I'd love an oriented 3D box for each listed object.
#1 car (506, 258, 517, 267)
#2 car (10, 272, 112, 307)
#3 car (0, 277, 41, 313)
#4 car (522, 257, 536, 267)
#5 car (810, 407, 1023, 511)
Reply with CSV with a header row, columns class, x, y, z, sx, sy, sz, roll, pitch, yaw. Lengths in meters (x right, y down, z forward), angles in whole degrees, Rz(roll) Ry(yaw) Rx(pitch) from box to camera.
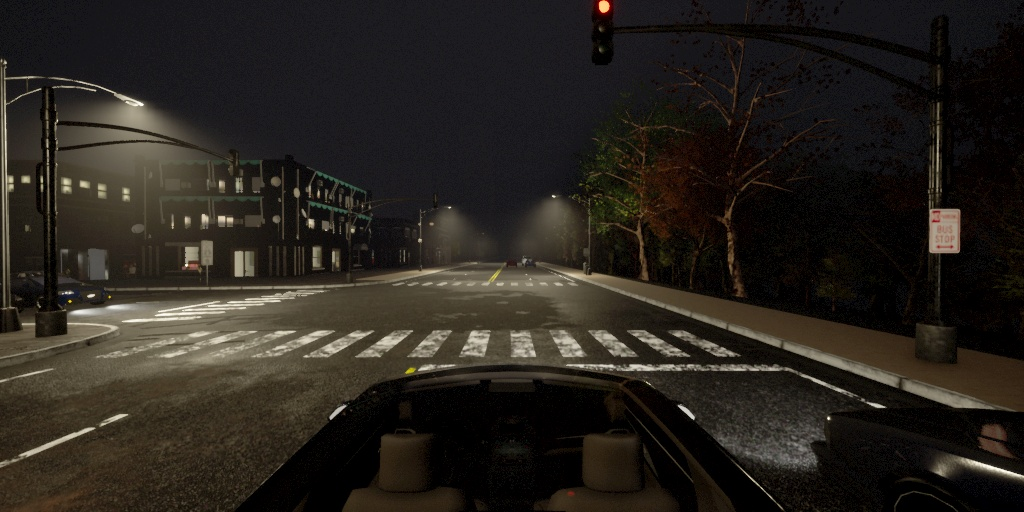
class,x,y,z,sx,sy,sz,roll,pitch,yaw
car,-0.027,1.204,63.151,1.882,1.535,5.008,0,0,0
car,-19.861,1.534,15.220,4.181,1.385,1.994,-1,1,0
car,-19.969,1.565,12.514,4.313,1.339,1.948,0,0,0
car,3.226,1.274,63.182,2.033,1.411,5.357,0,0,0
car,3.354,1.298,0.401,2.033,1.411,5.357,0,0,0
